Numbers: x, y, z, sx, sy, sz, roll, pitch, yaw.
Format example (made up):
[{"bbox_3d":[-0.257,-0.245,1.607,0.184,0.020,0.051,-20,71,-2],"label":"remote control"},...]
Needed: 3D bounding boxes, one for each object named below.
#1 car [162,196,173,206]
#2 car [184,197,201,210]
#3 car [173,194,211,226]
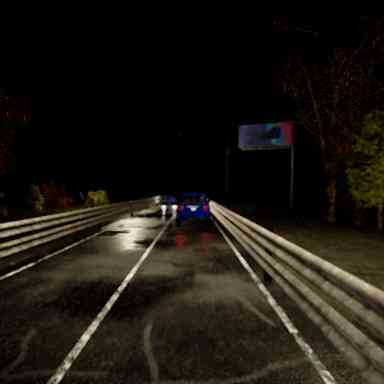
[{"bbox_3d":[-3.308,1.293,50.108,1.812,1.442,4.674,0,0,0],"label":"car"},{"bbox_3d":[0.067,1.355,41.335,2.033,1.411,5.357,0,0,0],"label":"car"},{"bbox_3d":[0.086,1.116,22.709,2.150,2.045,5.566,0,0,0],"label":"car"}]
